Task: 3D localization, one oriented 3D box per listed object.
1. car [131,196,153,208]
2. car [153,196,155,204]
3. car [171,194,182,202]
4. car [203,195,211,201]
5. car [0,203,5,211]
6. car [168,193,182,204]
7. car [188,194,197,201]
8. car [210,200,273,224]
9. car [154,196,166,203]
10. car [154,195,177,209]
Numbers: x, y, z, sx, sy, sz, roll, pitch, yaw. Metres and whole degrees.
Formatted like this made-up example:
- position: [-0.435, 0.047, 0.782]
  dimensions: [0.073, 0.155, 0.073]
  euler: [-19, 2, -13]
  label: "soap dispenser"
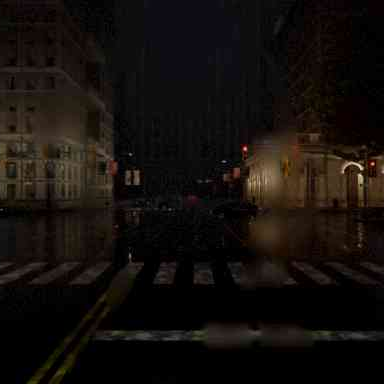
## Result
- position: [-7.169, 1.564, 46.494]
  dimensions: [1.994, 1.385, 4.181]
  euler: [0, 0, 1]
  label: "car"
- position: [-7.120, 1.504, 59.822]
  dimensions: [1.837, 1.490, 4.892]
  euler: [0, 0, 0]
  label: "car"
- position: [-3.421, 1.355, 74.716]
  dimensions: [2.097, 1.767, 4.553]
  euler: [0, 0, 1]
  label: "car"
- position: [3.617, 1.464, 78.575]
  dimensions: [2.033, 1.411, 5.357]
  euler: [0, 0, 1]
  label: "car"
- position: [-21.276, 1.504, 33.019]
  dimensions: [4.892, 1.490, 1.837]
  euler: [0, 1, -1]
  label: "car"
- position: [-3.599, 1.218, 62.886]
  dimensions: [2.150, 2.045, 5.566]
  euler: [0, 1, 1]
  label: "car"
- position: [0.117, 1.279, 78.577]
  dimensions: [2.097, 1.767, 4.553]
  euler: [0, 0, 1]
  label: "car"
- position: [3.831, 1.505, 25.310]
  dimensions: [1.837, 1.490, 4.892]
  euler: [-2, 1, -43]
  label: "car"
- position: [-6.937, 1.540, 73.019]
  dimensions: [2.033, 1.411, 5.357]
  euler: [0, 0, 1]
  label: "car"
- position: [-3.634, 1.547, 46.254]
  dimensions: [2.033, 1.411, 5.357]
  euler: [0, 0, 0]
  label: "car"
